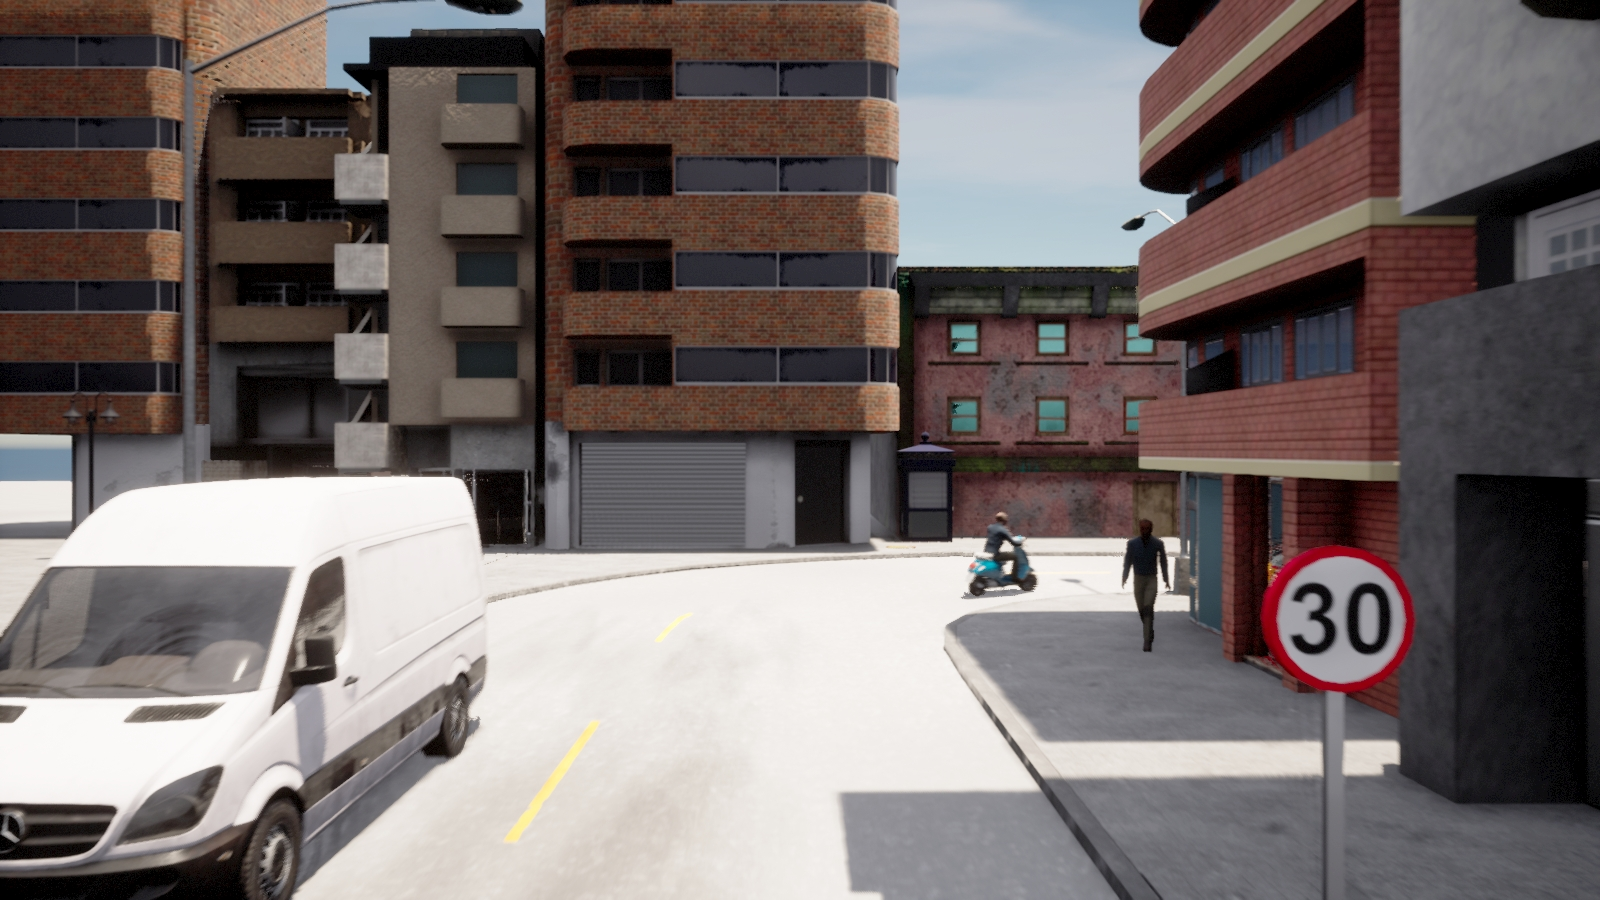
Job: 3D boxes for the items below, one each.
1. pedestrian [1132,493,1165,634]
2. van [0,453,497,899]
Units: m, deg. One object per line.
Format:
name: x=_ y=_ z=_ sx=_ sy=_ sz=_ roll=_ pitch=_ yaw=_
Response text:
pedestrian: x=4.736 y=1.524 z=15.519 sx=0.375 sy=1.860 sz=0.375 roll=0 pitch=0 yaw=24
van: x=-4.088 y=1.314 z=8.757 sx=1.988 sy=2.561 sz=5.915 roll=0 pitch=0 yaw=0
